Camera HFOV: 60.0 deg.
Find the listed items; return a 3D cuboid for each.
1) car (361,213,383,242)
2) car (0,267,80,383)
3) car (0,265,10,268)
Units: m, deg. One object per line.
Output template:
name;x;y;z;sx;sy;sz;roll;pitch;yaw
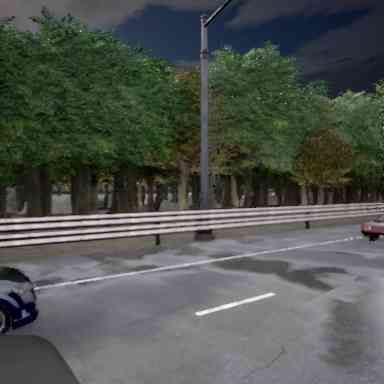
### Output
car;9.662;1.558;14.942;4.718;1.301;1.895;0;0;-36
car;-3.204;1.551;1.459;5.357;1.411;2.033;0;0;-36
car;-4.535;1.566;4.810;4.181;1.385;1.994;0;0;-36
